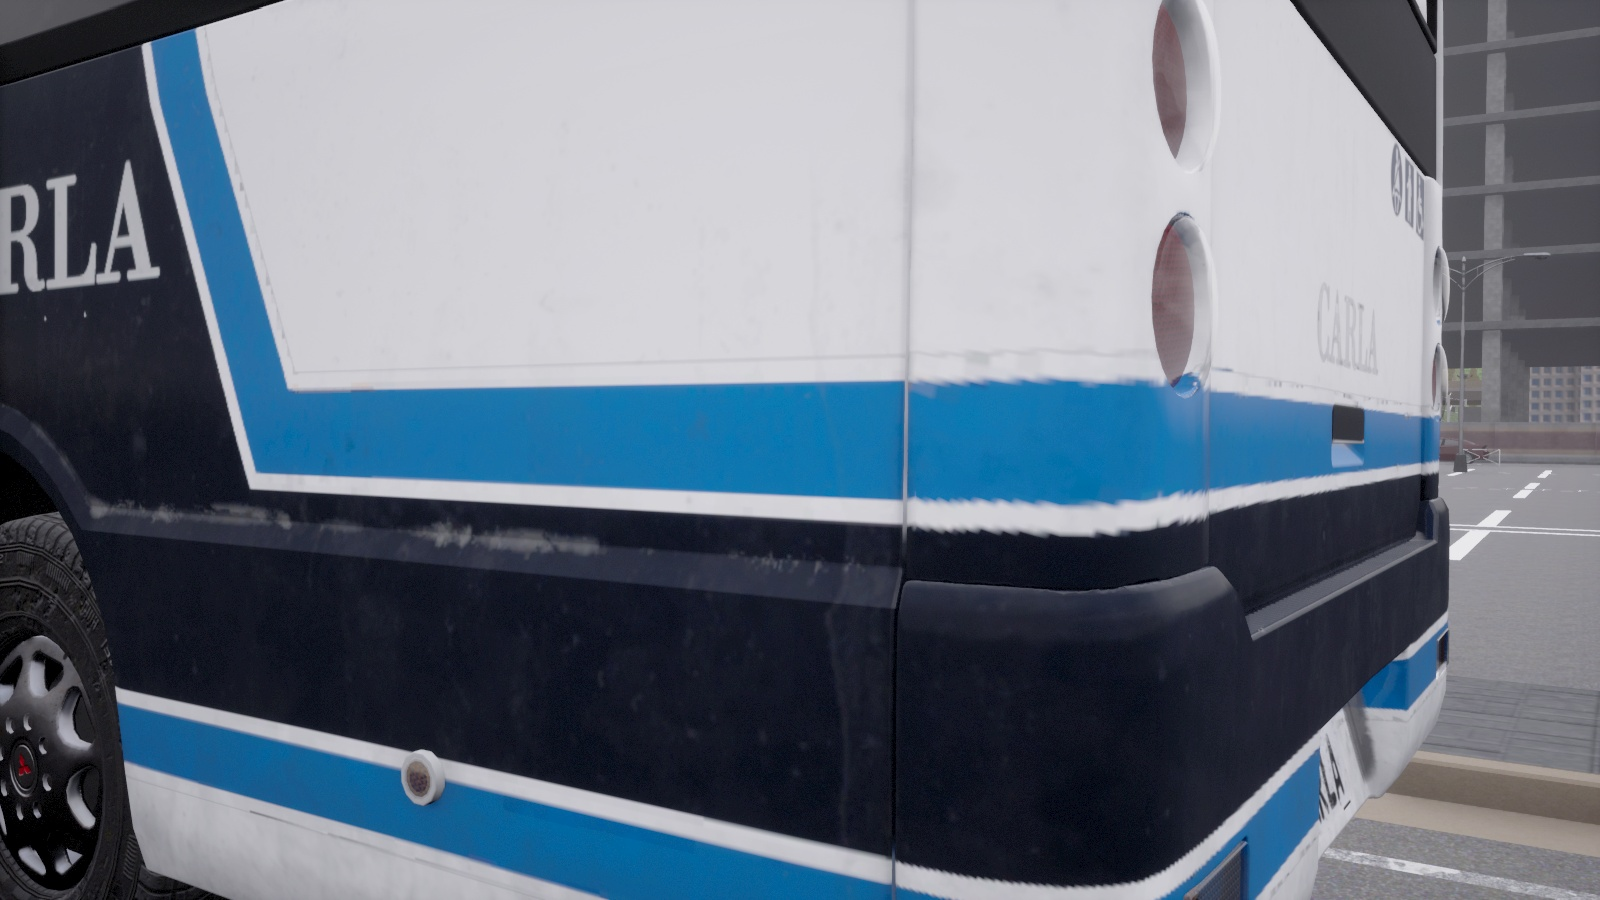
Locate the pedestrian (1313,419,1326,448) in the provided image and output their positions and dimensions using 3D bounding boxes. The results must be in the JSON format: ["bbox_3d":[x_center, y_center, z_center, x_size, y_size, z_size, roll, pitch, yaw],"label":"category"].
[{"bbox_3d":[33.196,-1.066,80.282,0.706,1.836,0.354,0,1,2],"label":"pedestrian"}]

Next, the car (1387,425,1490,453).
[{"bbox_3d":[35.835,-0.633,70.471,5.008,1.535,1.882,0,1,32],"label":"car"}]

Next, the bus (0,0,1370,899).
[{"bbox_3d":[-3.296,-0.694,5.768,10.273,4.253,3.944,0,1,33],"label":"bus"}]
